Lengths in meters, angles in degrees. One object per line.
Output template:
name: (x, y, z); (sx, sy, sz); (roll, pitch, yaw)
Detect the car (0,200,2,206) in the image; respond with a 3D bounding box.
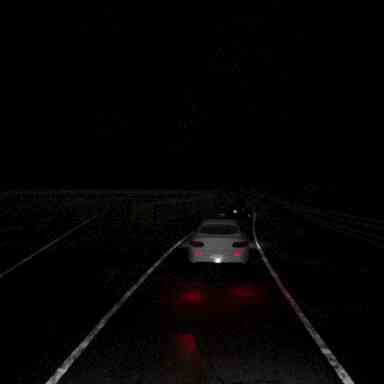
car: (-43.444, 2.400, 72.839); (1.994, 1.385, 4.181); (0, -2, -10)

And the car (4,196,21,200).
car: (-34.744, 1.853, 64.173); (2.150, 2.045, 5.566); (0, -1, -10)

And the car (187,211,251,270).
car: (0.908, 1.562, 11.070); (1.812, 1.442, 4.674); (0, 0, 6)

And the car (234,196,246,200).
car: (8.521, 1.437, 58.901); (2.128, 1.511, 4.902); (0, 1, 7)

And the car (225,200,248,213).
car: (4.148, 1.694, 31.052); (1.994, 1.385, 4.181); (0, 0, 11)
